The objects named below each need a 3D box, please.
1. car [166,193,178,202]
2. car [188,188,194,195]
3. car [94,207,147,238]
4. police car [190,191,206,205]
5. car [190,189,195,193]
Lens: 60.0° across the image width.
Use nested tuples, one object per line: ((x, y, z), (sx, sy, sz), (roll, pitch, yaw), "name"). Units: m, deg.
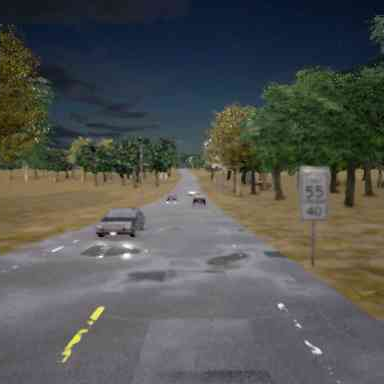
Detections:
((-3.528, 0.949, 58.937), (2.033, 1.411, 5.357), (0, 1, 1), "car")
((0.014, 0.173, 84.048), (1.895, 1.301, 4.718), (0, 2, 0), "car")
((-3.597, 1.513, 17.816), (2.033, 1.411, 5.357), (0, 0, 0), "car")
((1.058, 1.050, 48.774), (1.930, 1.638, 5.238), (0, 1, 0), "police car")
((1.060, 0.707, 64.848), (1.801, 1.575, 5.366), (0, 1, 0), "car")
